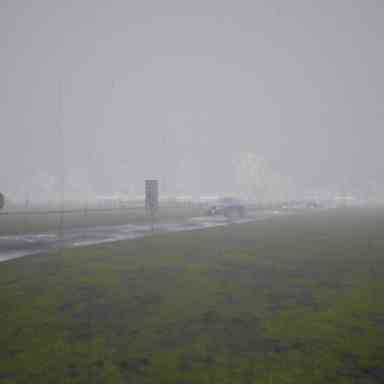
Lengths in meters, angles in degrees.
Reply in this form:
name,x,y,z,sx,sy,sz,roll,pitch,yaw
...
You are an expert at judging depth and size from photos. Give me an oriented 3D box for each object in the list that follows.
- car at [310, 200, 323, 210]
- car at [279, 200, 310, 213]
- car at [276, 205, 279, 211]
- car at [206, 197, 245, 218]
name,x,y,z,sx,sy,sz,roll,pitch,yaw
car,19.285,2.010,52.406,1.837,1.490,4.892,-1,-1,35
car,13.761,2.018,44.339,1.895,1.301,4.718,-1,-1,35
car,14.162,2.155,49.833,1.895,1.301,4.718,-1,-1,35
car,3.628,1.544,34.777,2.150,2.045,5.566,-1,-1,34
